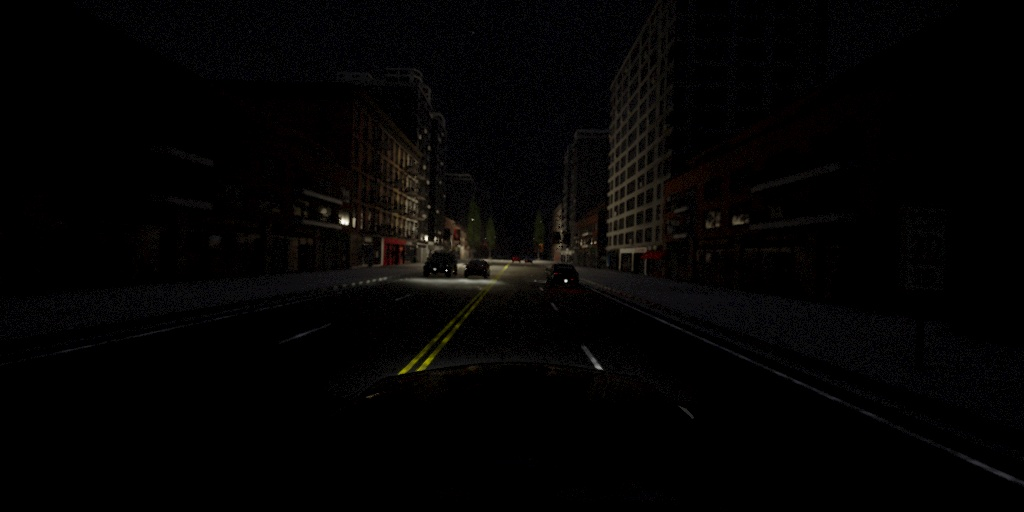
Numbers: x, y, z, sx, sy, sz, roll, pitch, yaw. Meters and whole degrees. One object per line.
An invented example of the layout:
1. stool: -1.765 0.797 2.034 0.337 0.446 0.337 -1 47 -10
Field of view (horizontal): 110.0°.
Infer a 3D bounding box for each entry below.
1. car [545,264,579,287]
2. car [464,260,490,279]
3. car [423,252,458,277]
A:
1. car: 3.462 1.300 25.081 1.837 1.490 4.892 2 0 1
2. car: -2.964 1.064 31.223 1.882 1.535 5.008 2 0 1
3. car: -6.193 0.712 31.722 2.150 2.045 5.566 2 0 1
